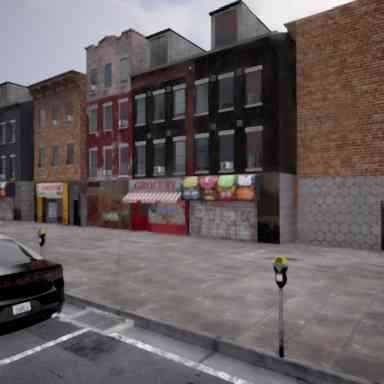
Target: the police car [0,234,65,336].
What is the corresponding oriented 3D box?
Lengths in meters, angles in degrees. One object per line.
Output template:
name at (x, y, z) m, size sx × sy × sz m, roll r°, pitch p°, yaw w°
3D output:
police car at (-4.490, 1.425, 6.185) m, size 5.238 × 1.638 × 1.930 m, roll 0°, pitch 0°, yaw 36°
